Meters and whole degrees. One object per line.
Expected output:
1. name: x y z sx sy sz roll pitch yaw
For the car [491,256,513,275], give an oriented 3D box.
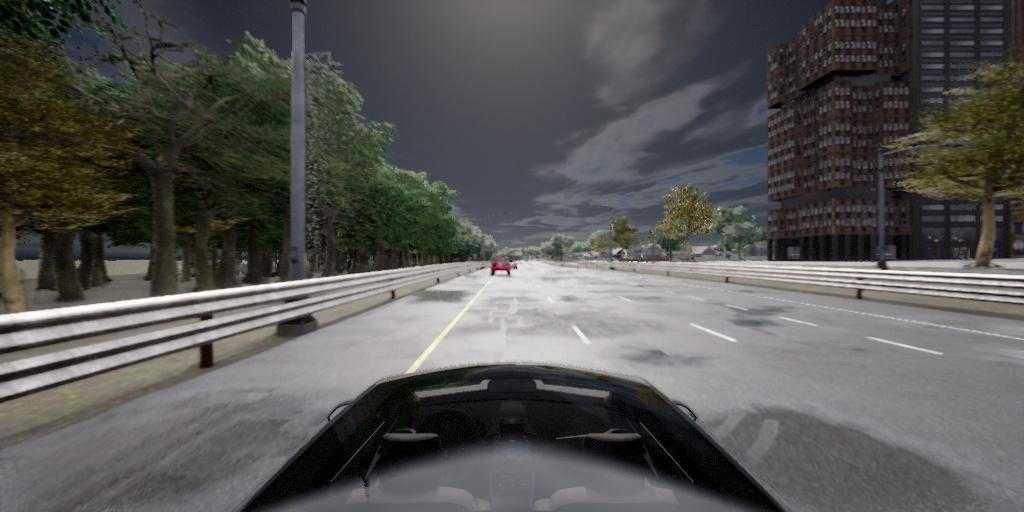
1. car: -1.233 1.078 40.557 2.150 2.045 5.566 0 -1 0
